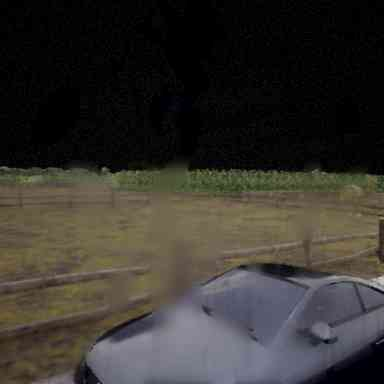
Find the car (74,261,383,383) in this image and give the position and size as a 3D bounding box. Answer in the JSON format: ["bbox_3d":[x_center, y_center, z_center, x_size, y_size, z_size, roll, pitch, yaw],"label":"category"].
[{"bbox_3d":[0.919,1.562,3.703,4.181,1.385,1.994,0,0,-35],"label":"car"}]
